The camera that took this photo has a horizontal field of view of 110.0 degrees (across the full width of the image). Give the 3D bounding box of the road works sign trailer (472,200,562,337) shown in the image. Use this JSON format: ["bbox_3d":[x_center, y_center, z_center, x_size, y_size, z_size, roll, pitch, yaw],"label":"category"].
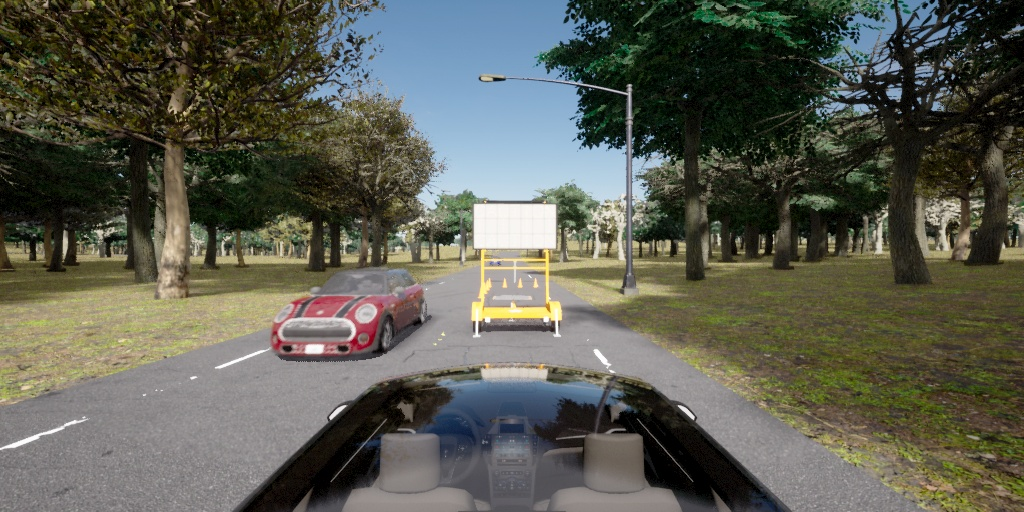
[{"bbox_3d":[0.079,0.221,10.297,2.380,3.560,2.880,0,0,-2],"label":"road works sign trailer"}]

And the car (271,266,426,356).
[{"bbox_3d":[-3.588,1.105,8.765,2.097,1.767,4.553,0,0,0],"label":"car"}]
